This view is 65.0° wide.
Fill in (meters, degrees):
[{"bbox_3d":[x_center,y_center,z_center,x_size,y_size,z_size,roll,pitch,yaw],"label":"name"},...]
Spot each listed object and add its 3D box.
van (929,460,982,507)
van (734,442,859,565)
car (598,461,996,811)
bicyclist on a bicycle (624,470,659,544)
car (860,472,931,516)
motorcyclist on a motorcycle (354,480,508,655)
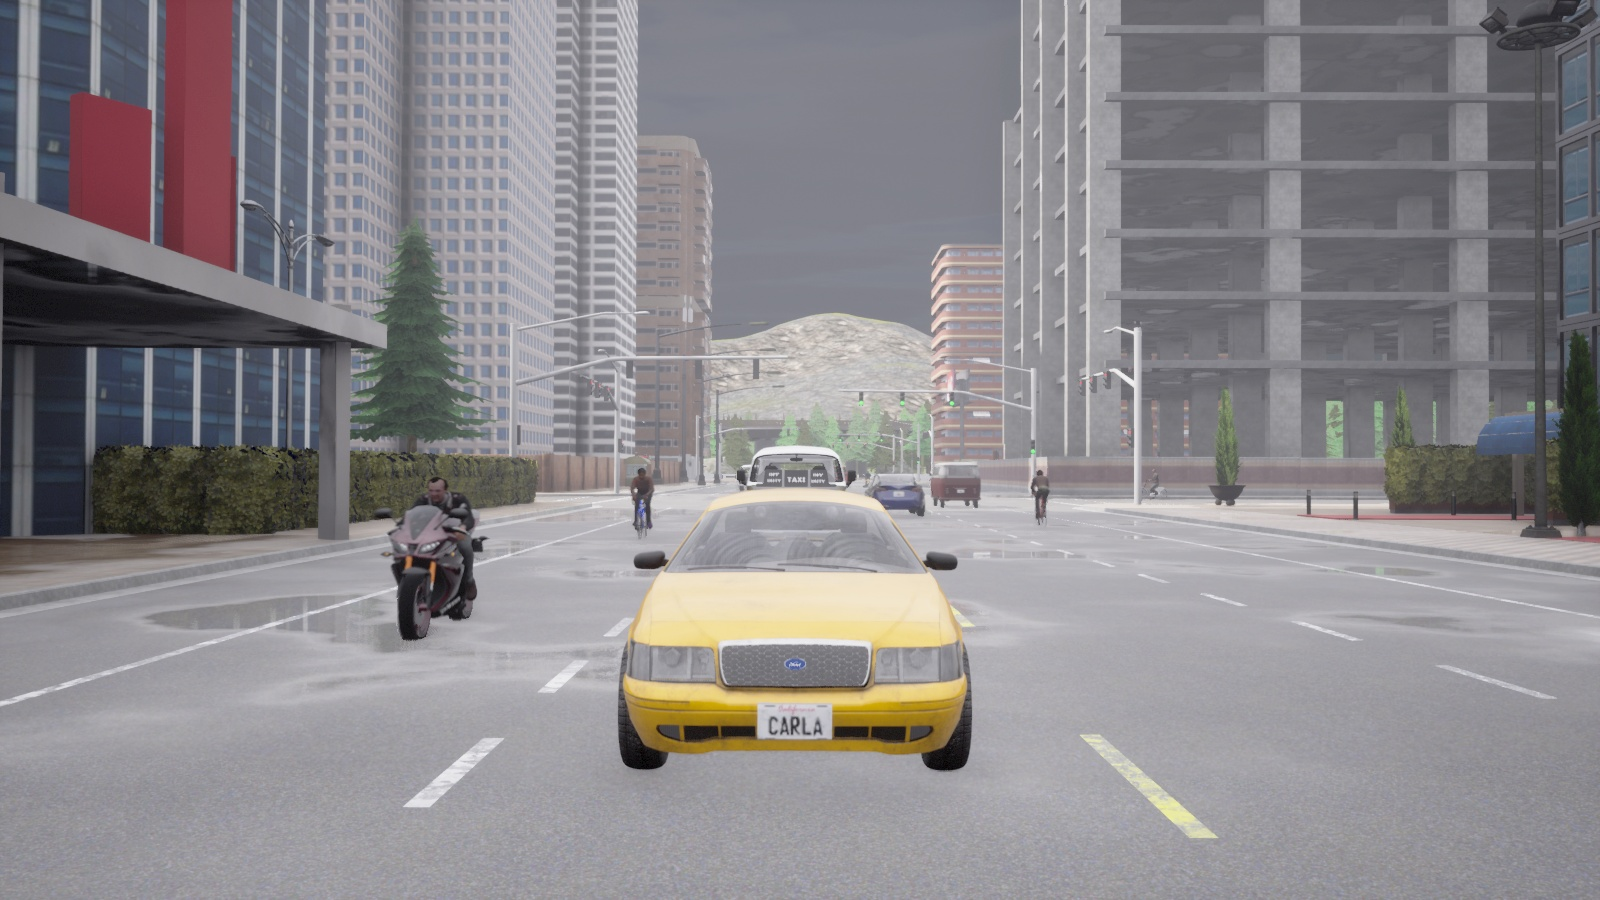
[{"bbox_3d":[6.829,1.470,55.543,1.775,1.987,4.442,0,-1,-1],"label":"van"},{"bbox_3d":[-0.059,0.926,23.129,2.069,2.038,4.480,0,-1,0],"label":"van"},{"bbox_3d":[-0.021,0.897,8.379,1.801,1.575,5.366,0,-1,0],"label":"car"},{"bbox_3d":[-3.571,1.258,28.420,0.582,1.620,1.656,0,-1,0],"label":"bicyclist on a bicycle"},{"bbox_3d":[3.387,1.562,45.427,2.163,1.488,4.792,0,-1,0],"label":"car"},{"bbox_3d":[-3.530,1.069,12.242,0.866,1.530,2.191,0,-1,0],"label":"motorcyclist on a motorcycle"}]
